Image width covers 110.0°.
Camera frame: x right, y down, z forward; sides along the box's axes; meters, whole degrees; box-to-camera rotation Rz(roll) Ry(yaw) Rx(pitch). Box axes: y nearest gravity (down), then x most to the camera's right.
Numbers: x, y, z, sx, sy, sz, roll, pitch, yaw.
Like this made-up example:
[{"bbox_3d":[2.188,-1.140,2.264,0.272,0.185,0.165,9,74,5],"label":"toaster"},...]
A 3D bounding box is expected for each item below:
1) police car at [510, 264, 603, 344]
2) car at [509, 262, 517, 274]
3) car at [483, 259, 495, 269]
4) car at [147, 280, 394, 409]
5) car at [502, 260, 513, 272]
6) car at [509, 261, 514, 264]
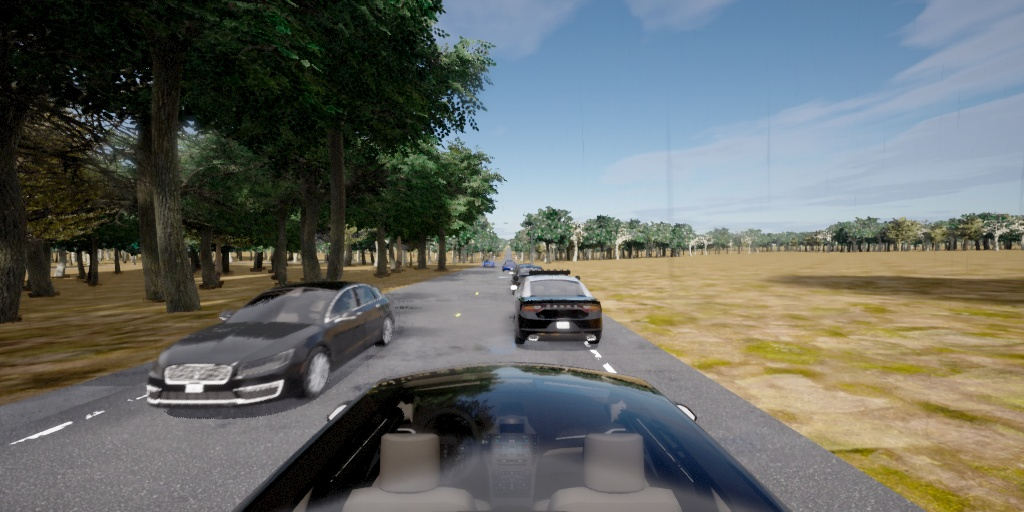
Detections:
[{"bbox_3d":[0.998,1.173,9.701,1.930,1.638,5.238,0,0,0],"label":"police car"},{"bbox_3d":[0.932,1.256,19.593,1.837,1.490,4.892,0,0,0],"label":"car"},{"bbox_3d":[-3.892,1.309,60.948,1.882,1.535,5.008,0,0,0],"label":"car"},{"bbox_3d":[-3.630,1.253,6.511,1.837,1.490,4.892,0,0,0],"label":"car"},{"bbox_3d":[-0.273,1.347,47.289,1.994,1.385,4.181,0,0,0],"label":"car"},{"bbox_3d":[0.893,1.279,25.596,1.812,1.442,4.674,0,0,0],"label":"car"}]
